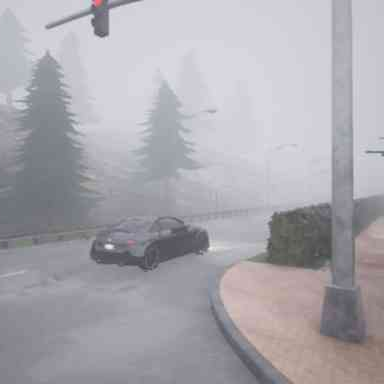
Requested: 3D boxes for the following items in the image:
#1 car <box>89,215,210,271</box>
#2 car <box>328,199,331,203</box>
[{"bbox_3d":[-1.125,1.404,10.450,1.994,1.385,4.181,0,0,31],"label":"car"},{"bbox_3d":[16.734,1.236,37.803,1.837,1.490,4.892,0,0,33],"label":"car"}]
